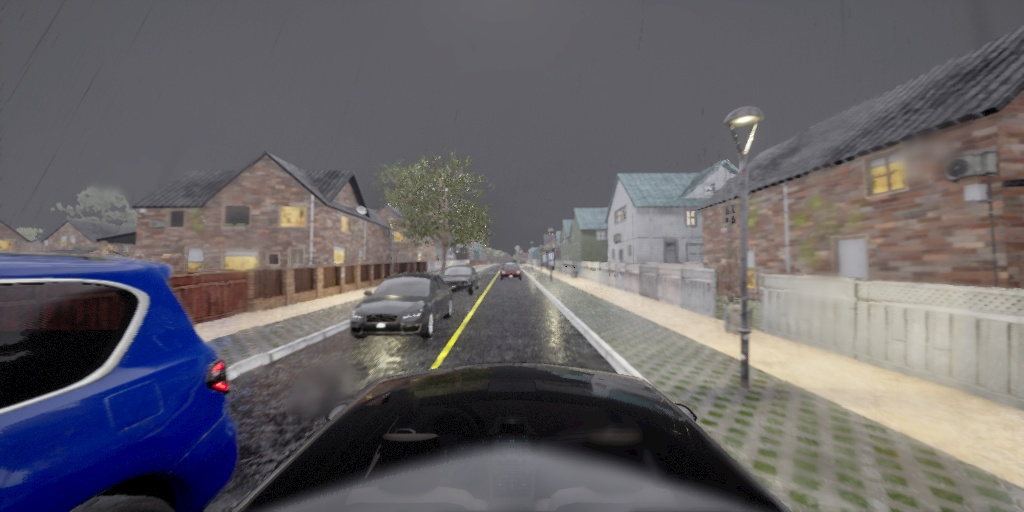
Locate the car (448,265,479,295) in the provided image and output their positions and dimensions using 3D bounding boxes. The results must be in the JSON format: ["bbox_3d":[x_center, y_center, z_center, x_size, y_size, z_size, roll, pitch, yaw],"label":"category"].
[{"bbox_3d":[-2.957,1.271,20.510,1.882,1.535,5.008,0,0,0],"label":"car"}]

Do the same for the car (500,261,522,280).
[{"bbox_3d":[-0.096,1.409,31.948,1.895,1.301,4.718,0,0,0],"label":"car"}]

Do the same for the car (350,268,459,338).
[{"bbox_3d":[-2.895,1.280,10.326,1.837,1.490,4.892,0,0,0],"label":"car"}]
